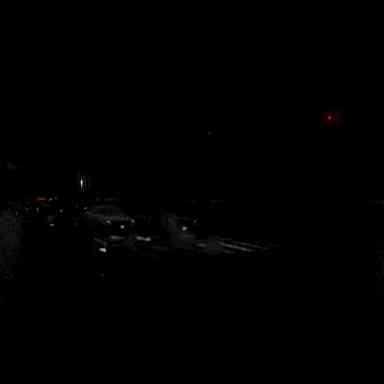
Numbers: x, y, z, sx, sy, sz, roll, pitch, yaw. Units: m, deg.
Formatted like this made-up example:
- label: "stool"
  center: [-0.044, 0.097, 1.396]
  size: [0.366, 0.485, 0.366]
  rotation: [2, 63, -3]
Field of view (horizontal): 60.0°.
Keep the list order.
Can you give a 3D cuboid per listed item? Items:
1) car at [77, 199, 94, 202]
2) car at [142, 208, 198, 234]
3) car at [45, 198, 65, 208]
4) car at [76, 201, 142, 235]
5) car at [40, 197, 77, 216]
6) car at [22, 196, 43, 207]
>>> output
- label: "car"
  center: [-10.946, 1.505, 34.501]
  size: [1.837, 1.490, 4.892]
  rotation: [2, -1, -32]
- label: "car"
  center: [-1.577, 1.644, 19.640]
  size: [1.895, 1.301, 4.718]
  rotation: [2, -1, -32]
- label: "car"
  center: [-20.563, 1.607, 49.913]
  size: [1.994, 1.385, 4.181]
  rotation: [2, -1, -32]
- label: "car"
  center: [-4.755, 1.461, 18.553]
  size: [1.812, 1.442, 4.674]
  rotation: [2, -1, -34]
- label: "car"
  center: [-12.481, 1.464, 30.839]
  size: [1.994, 1.385, 4.181]
  rotation: [2, -1, -32]
- label: "car"
  center: [-23.294, 1.497, 48.154]
  size: [1.895, 1.301, 4.718]
  rotation: [2, -1, -32]
